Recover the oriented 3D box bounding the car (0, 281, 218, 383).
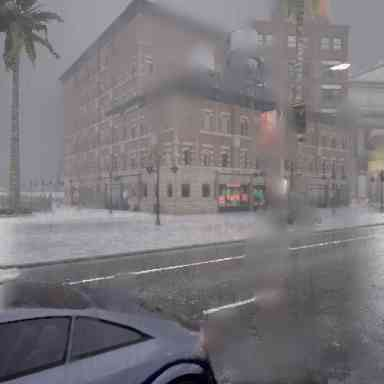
[{"bbox_3d":[-1.808,1.564,2.703,4.181,1.385,1.994,0,0,-35],"label":"car"}]
